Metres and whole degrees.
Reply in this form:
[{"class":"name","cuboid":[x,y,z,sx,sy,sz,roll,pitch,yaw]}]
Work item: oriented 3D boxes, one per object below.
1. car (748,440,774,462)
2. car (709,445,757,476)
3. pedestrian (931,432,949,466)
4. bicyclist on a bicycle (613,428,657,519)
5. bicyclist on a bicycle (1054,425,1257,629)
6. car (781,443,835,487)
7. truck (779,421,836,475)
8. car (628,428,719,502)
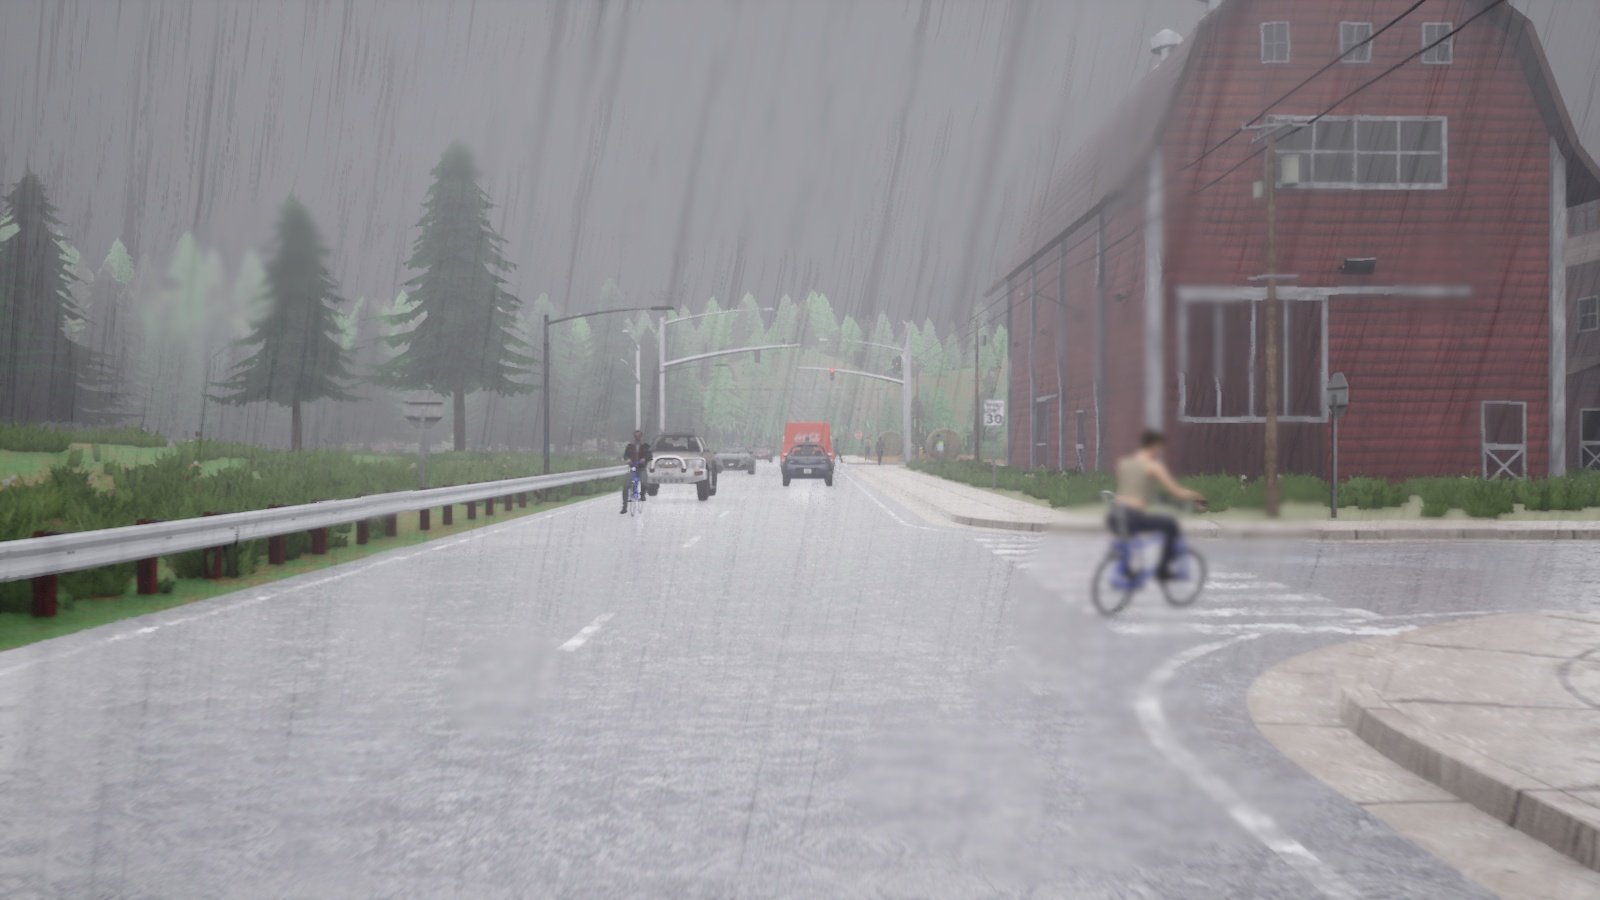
[{"class":"car","cuboid":[-2.944,0.073,94.994,1.851,1.617,3.988,0,0,0]},{"class":"car","cuboid":[-3.135,0.453,59.133,1.994,1.385,4.181,0,0,1]},{"class":"pedestrian","cuboid":[8.067,-0.047,72.445,0.659,1.952,0.873,0,0,-33]},{"class":"bicyclist on a bicycle","cuboid":[-3.339,0.461,25.536,0.659,1.776,1.843,0,0,0]},{"class":"bicyclist on a bicycle","cuboid":[3.103,0.620,10.945,1.509,1.612,0.866,0,4,-35]},{"class":"car","cuboid":[0.268,0.494,44.358,1.816,1.474,4.193,0,0,0]},{"class":"truck","cuboid":[0.359,-0.102,60.389,2.627,2.467,5.204,0,0,0]},{"class":"car","cuboid":[-3.295,0.360,33.514,1.932,1.855,4.605,0,0,0]}]
